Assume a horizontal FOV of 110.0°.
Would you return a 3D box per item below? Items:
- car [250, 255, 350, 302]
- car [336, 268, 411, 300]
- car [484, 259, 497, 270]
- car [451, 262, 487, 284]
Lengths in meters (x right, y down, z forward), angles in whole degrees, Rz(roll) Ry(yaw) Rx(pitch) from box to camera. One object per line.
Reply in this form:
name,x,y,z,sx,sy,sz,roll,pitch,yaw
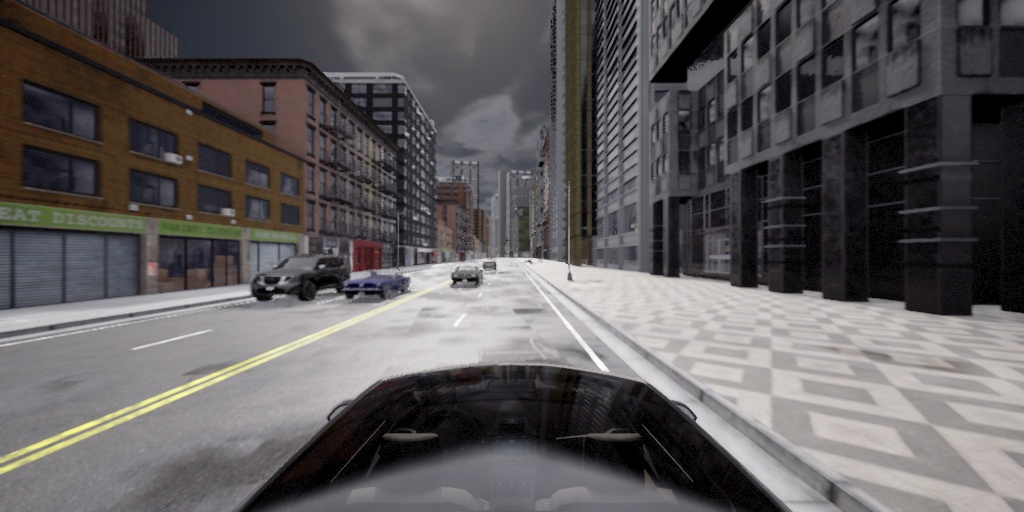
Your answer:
car,-9.848,0.971,17.365,2.150,2.045,5.566,0,0,0
car,-6.598,1.349,17.919,1.895,1.301,4.718,0,0,0
car,-3.162,1.210,51.685,2.128,1.511,4.902,0,0,0
car,-3.155,1.341,26.240,1.895,1.301,4.718,0,0,0
